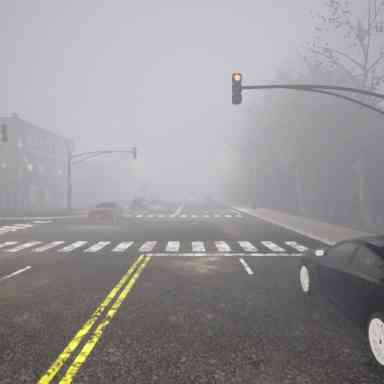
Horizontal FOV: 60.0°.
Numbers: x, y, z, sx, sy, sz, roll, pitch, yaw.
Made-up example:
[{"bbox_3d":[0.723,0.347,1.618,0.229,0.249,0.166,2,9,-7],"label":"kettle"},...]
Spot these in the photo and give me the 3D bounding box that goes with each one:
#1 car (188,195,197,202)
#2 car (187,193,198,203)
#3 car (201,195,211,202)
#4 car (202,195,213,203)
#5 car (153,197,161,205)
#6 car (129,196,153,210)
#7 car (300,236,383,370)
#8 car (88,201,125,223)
[{"bbox_3d":[0.034,1.509,79.270,2.033,1.411,5.357,0,0,0],"label":"car"},{"bbox_3d":[0.128,1.197,68.627,2.150,2.045,5.566,0,0,0],"label":"car"},{"bbox_3d":[3.284,1.494,79.149,2.128,1.511,4.902,0,0,0],"label":"car"},{"bbox_3d":[3.382,1.480,68.959,1.837,1.490,4.892,0,0,0],"label":"car"},{"bbox_3d":[-6.557,1.581,58.463,1.895,1.301,4.718,0,0,0],"label":"car"},{"bbox_3d":[-6.579,1.340,41.899,2.097,1.767,4.553,0,0,0],"label":"car"},{"bbox_3d":[3.345,1.477,5.634,1.882,1.535,5.008,0,0,1],"label":"car"},{"bbox_3d":[-6.591,1.471,25.999,1.882,1.535,5.008,0,0,0],"label":"car"}]
